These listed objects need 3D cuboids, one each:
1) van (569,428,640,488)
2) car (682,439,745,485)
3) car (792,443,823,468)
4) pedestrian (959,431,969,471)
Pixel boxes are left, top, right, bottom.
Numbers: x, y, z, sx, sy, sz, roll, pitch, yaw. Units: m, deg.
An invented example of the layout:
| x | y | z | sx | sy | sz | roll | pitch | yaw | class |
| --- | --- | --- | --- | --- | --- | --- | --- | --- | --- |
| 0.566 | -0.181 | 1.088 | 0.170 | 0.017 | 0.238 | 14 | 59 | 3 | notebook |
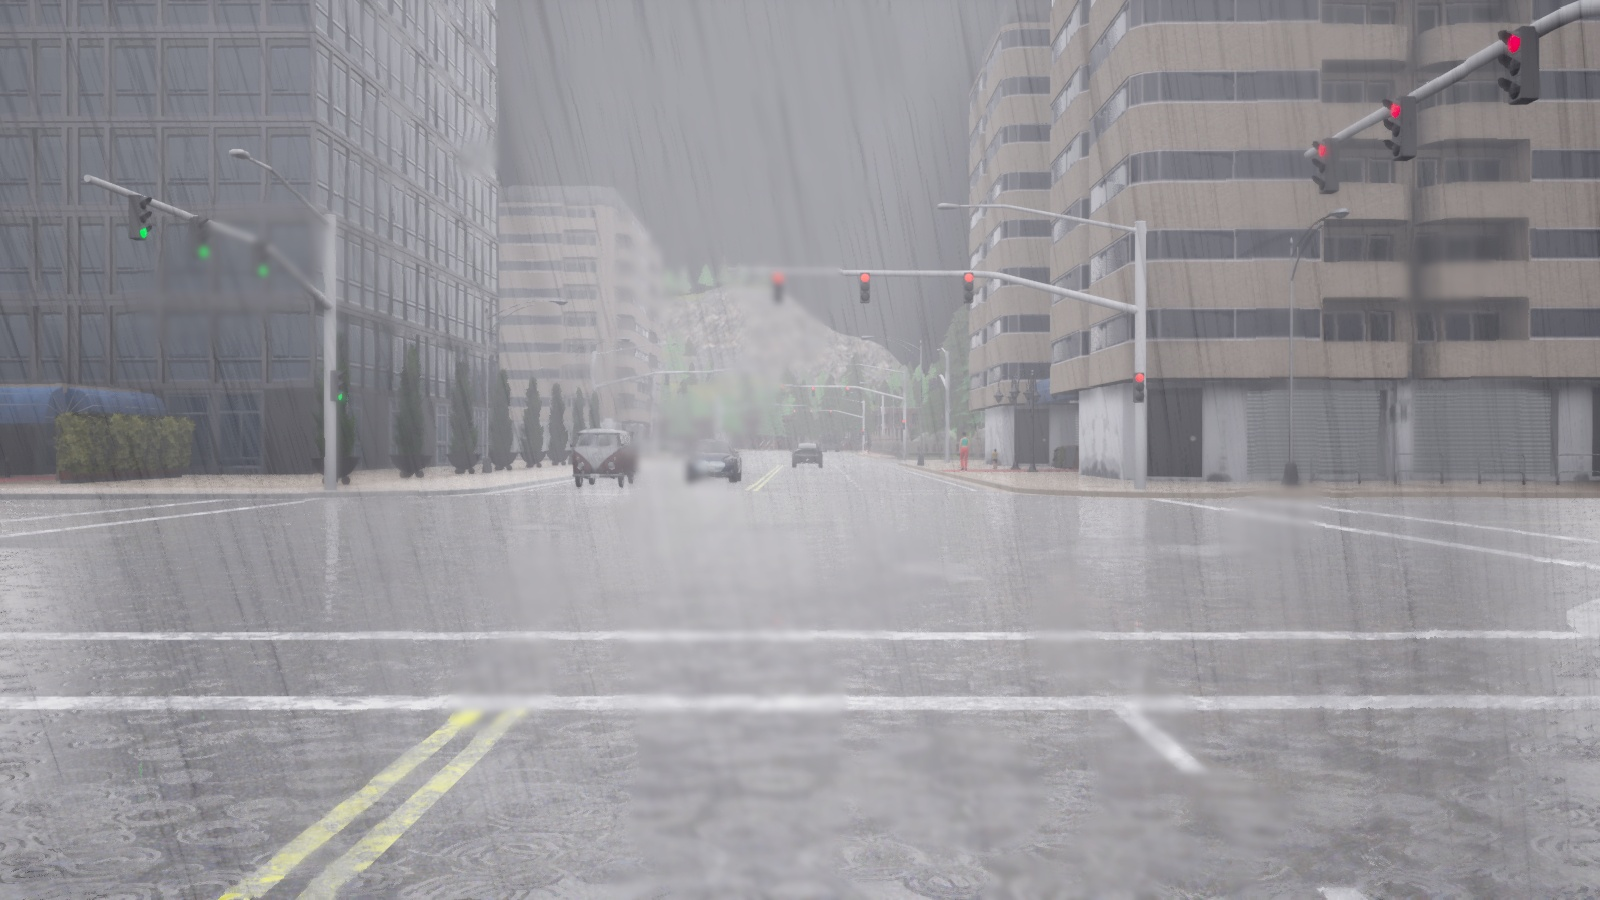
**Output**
| x | y | z | sx | sy | sz | roll | pitch | yaw | class |
| --- | --- | --- | --- | --- | --- | --- | --- | --- | --- |
| -6.735 | 0.247 | 43.655 | 1.775 | 1.987 | 4.442 | 0 | 0 | 0 | van |
| -3.212 | 0.405 | 47.640 | 2.033 | 1.649 | 4.856 | 0 | 0 | 0 | car |
| 0.453 | 0.319 | 76.675 | 1.837 | 1.490 | 4.892 | 0 | 0 | 0 | car |
| 7.734 | 0.047 | 59.165 | 0.345 | 1.836 | 0.594 | 0 | 0 | -4 | pedestrian |
